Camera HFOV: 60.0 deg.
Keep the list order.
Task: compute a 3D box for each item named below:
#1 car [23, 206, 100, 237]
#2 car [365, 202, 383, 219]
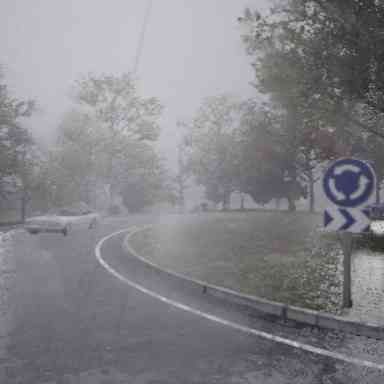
[{"bbox_3d":[-6.484,1.428,17.116,1.895,1.301,4.718,1,0,6],"label":"car"},{"bbox_3d":[18.273,1.412,29.286,5.566,2.045,2.150,1,0,36],"label":"car"}]
